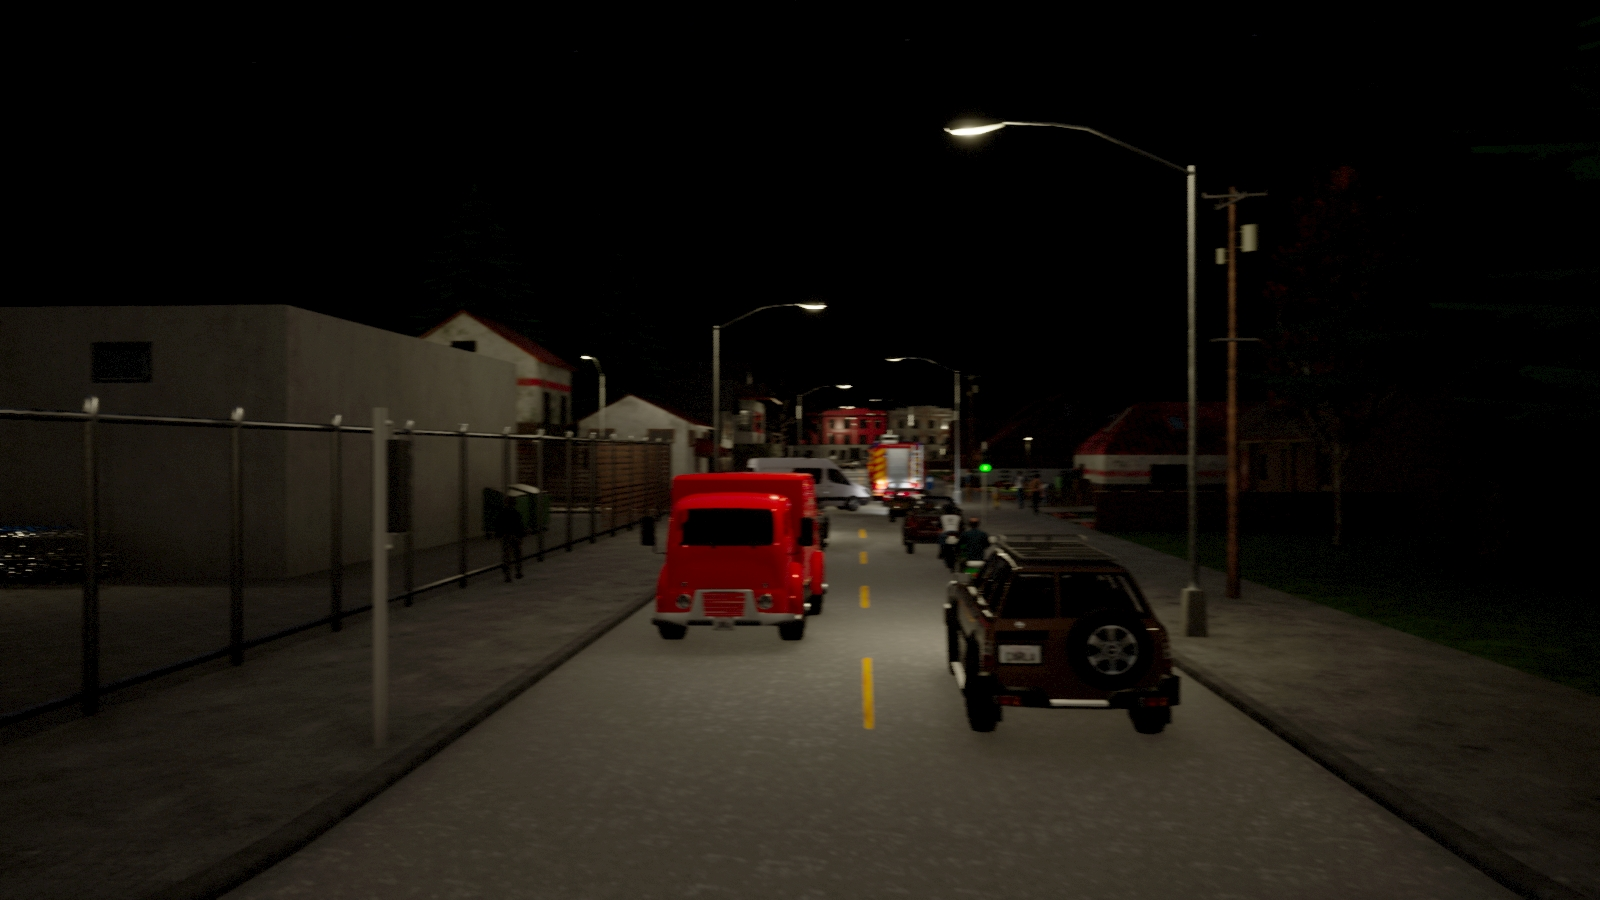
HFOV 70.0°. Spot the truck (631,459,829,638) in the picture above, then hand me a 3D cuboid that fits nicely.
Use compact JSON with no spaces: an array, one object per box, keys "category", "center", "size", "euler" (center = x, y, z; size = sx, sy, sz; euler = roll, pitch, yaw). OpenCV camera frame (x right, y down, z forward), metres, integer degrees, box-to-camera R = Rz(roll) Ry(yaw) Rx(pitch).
[{"category":"truck","center":[-0.925,1.395,18.606],"size":[2.627,2.467,5.204],"euler":[0,0,3]}]

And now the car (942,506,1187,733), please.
[{"category":"car","center":[2.722,1.672,12.843],"size":[1.932,1.855,4.605],"euler":[0,0,3]}]

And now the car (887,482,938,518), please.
[{"category":"car","center":[4.616,2.042,47.501],"size":[1.895,1.301,4.718],"euler":[0,0,3]}]

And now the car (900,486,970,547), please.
[{"category":"car","center":[3.838,1.878,32.979],"size":[1.789,1.549,3.705],"euler":[0,0,3]}]

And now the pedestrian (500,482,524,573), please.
[{"category":"pedestrian","center":[-5.966,1.591,23.667],"size":[0.375,1.860,0.375],"euler":[0,0,3]}]

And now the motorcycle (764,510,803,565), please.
[{"category":"motorcycle","center":[-0.372,2.059,27.174],"size":[0.803,1.145,2.033],"euler":[0,0,3]}]

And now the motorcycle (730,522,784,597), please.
[{"category":"motorcycle","center":[-0.785,2.015,21.349],"size":[0.856,1.236,1.805],"euler":[0,0,3]}]
